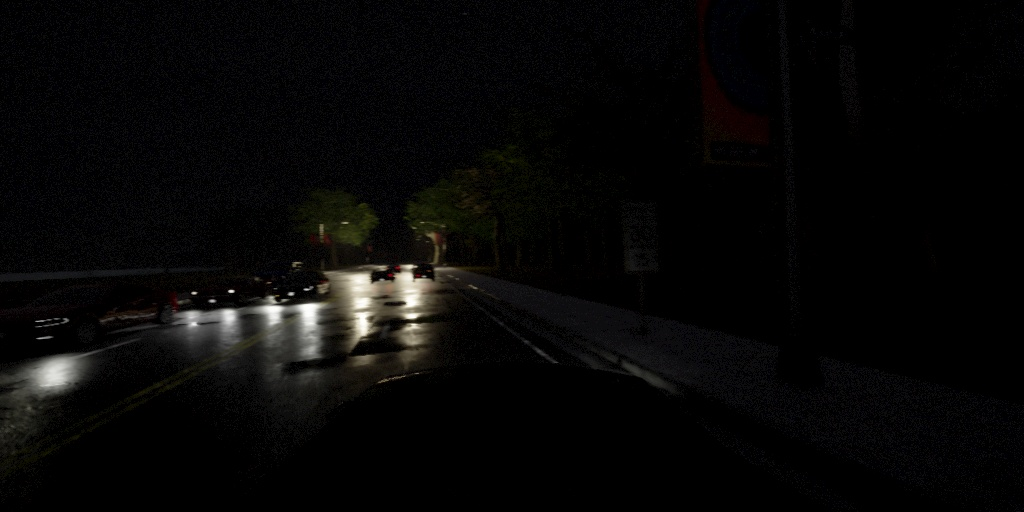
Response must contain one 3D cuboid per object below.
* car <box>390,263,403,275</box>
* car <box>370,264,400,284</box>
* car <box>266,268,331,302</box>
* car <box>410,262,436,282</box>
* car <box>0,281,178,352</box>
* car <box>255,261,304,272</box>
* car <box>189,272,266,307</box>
[{"bbox_3d":[-15.053,1.631,45.700,1.812,1.442,4.674,-2,0,-15],"label":"car"},{"bbox_3d":[-10.967,1.616,30.774,1.895,1.301,4.718,-2,0,-15],"label":"car"},{"bbox_3d":[-11.216,1.587,19.461,1.837,1.490,4.892,-2,0,-15],"label":"car"},{"bbox_3d":[-7.742,1.426,31.296,1.837,1.490,4.892,-2,0,-15],"label":"car"},{"bbox_3d":[-12.191,1.559,10.461,1.882,1.535,5.008,-2,0,-15],"label":"car"},{"bbox_3d":[-16.225,1.395,25.106,2.150,2.045,5.566,-2,0,-15],"label":"car"},{"bbox_3d":[-14.336,1.761,18.564,1.895,1.301,4.718,-2,0,-15],"label":"car"}]
